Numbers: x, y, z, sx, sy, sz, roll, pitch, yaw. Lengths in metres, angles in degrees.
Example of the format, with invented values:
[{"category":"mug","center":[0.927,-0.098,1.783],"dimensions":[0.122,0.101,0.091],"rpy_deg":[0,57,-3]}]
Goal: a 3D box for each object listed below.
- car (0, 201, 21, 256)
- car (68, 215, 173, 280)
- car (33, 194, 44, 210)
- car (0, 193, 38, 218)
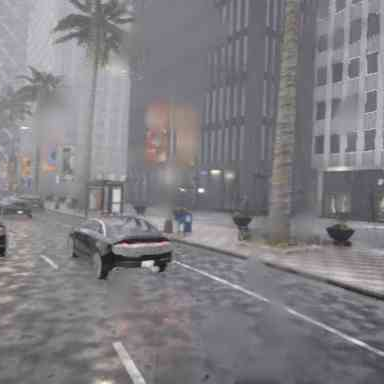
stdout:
[{"category":"car","center":[-7.556,1.249,11.414],"dimensions":[2.128,1.511,4.902],"rpy_deg":[2,0,-35]},{"category":"car","center":[-2.333,1.445,9.932],"dimensions":[2.128,1.511,4.902],"rpy_deg":[2,0,-32]},{"category":"car","center":[-16.538,0.990,34.065],"dimensions":[2.231,1.521,4.892],"rpy_deg":[2,0,-38]},{"category":"car","center":[-13.349,1.097,24.989],"dimensions":[1.837,1.490,4.892],"rpy_deg":[2,0,-37]}]
